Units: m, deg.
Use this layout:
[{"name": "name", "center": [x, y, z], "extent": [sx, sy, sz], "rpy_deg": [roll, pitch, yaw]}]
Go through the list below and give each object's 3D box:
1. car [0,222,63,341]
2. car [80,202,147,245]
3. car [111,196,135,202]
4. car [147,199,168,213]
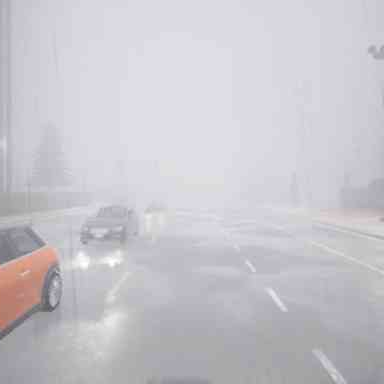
[{"name": "car", "center": [-3.598, 1.331, 4.642], "extent": [2.097, 1.767, 4.553], "rpy_deg": [0, 0, 0]}, {"name": "car", "center": [-3.587, 1.423, 15.288], "extent": [2.128, 1.511, 4.902], "rpy_deg": [0, 0, 0]}, {"name": "car", "center": [-7.019, 1.263, 33.926], "extent": [2.097, 1.767, 4.553], "rpy_deg": [0, 0, 0]}, {"name": "car", "center": [-3.519, 1.455, 33.899], "extent": [1.994, 1.385, 4.181], "rpy_deg": [0, 0, 0]}]
